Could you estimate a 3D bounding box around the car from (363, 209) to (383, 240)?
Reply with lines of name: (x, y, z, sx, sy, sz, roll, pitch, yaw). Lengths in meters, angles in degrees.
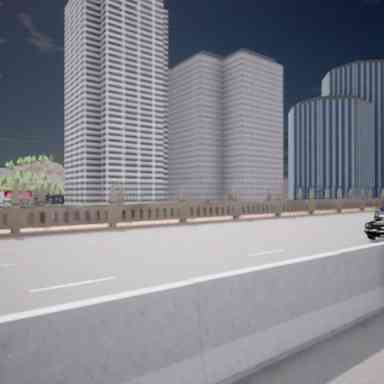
car: (10.358, 1.672, 16.277, 4.718, 1.301, 1.895, 0, 0, -37)

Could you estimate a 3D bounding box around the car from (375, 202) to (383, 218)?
car: (19.679, 1.665, 32.137, 4.674, 1.442, 1.812, 0, 0, -37)

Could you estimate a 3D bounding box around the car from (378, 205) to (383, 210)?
car: (15.158, 1.597, 24.314, 4.902, 1.511, 2.128, 0, 0, -37)
